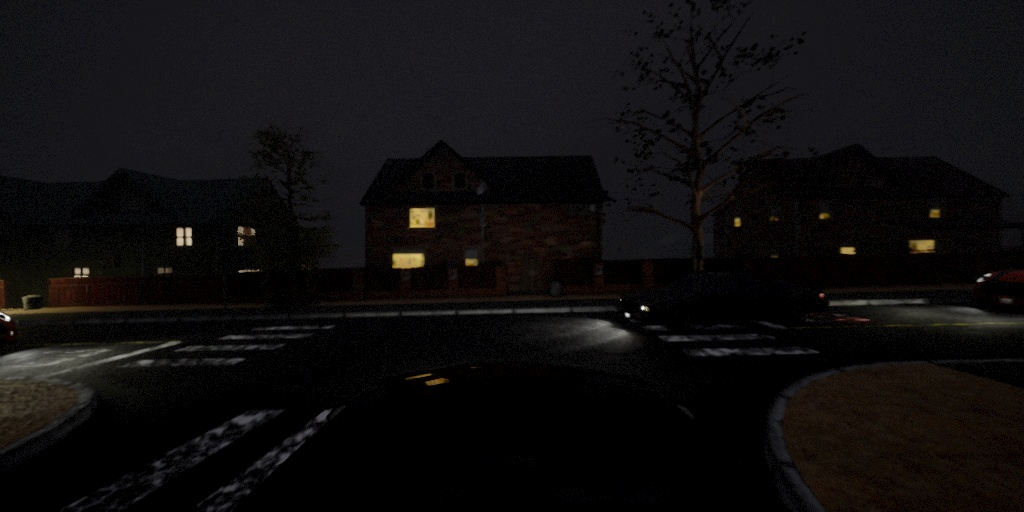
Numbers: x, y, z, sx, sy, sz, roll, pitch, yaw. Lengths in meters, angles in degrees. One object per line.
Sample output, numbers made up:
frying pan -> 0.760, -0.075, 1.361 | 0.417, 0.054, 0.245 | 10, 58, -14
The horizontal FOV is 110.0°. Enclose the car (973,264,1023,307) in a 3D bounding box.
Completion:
car -> 16.340, 0.630, 10.158 | 4.553, 1.767, 2.097 | -2, 0, 2

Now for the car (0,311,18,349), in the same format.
car -> -14.739, 1.575, 8.309 | 4.553, 1.767, 2.097 | -2, 0, 2

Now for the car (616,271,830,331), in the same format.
car -> 5.771, 1.143, 10.056 | 5.357, 1.411, 2.033 | -2, 0, -5
